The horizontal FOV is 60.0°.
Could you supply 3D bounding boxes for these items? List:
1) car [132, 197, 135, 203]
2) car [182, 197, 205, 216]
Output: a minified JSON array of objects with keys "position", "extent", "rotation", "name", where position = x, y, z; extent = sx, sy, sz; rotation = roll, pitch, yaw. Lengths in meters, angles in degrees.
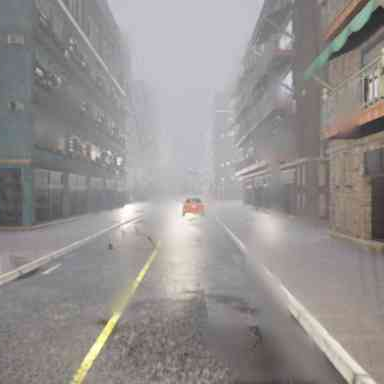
[{"position":[-13.430,1.473,65.283],"extent":[4.097,1.590,1.967],"rotation":[-1,0,0],"name":"car"},{"position":[0.141,1.300,31.986],"extent":[2.097,1.767,4.553],"rotation":[0,0,0],"name":"car"}]
